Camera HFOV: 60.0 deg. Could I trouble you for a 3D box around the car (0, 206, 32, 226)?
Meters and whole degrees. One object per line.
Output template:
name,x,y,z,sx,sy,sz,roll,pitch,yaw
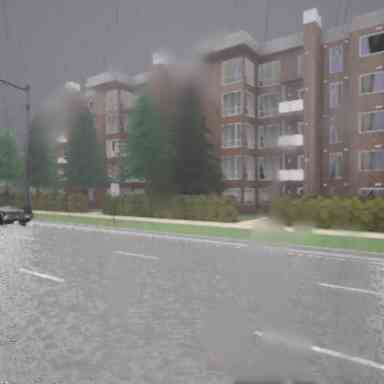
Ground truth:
car,-12.311,1.527,21.270,4.718,1.301,1.895,0,0,36
